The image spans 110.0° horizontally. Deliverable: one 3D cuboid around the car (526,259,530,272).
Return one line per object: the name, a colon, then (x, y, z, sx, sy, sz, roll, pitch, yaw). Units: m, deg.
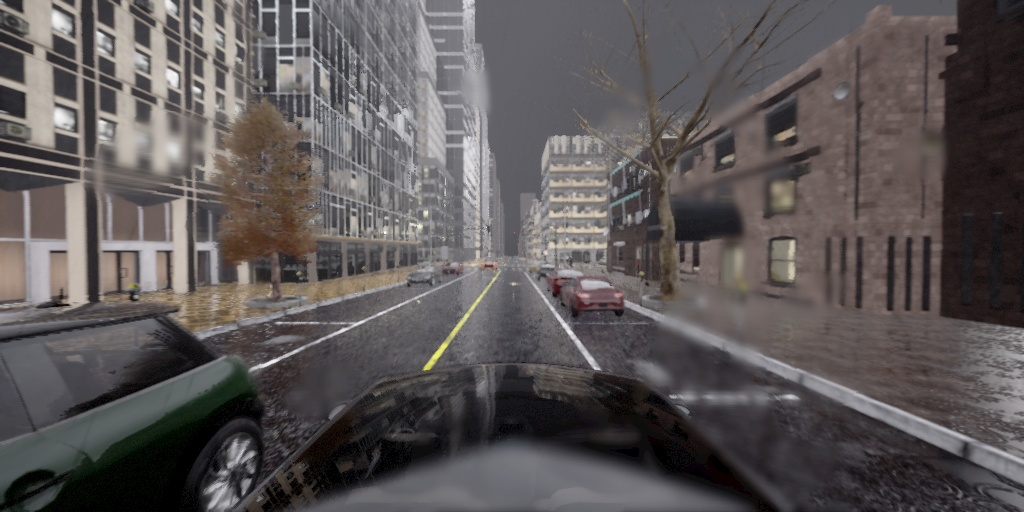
car: (2.836, 1.197, 41.159, 1.751, 1.417, 4.829, 0, 0, 0)

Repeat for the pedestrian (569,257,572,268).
pedestrian: (8.156, 0.993, 49.910, 0.375, 1.860, 0.375, -1, 1, 0)

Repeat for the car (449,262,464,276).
car: (-5.806, 1.227, 35.406, 1.888, 1.381, 4.507, 0, 0, 0)

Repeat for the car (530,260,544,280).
car: (2.831, 1.244, 29.701, 2.007, 1.370, 4.403, 0, 0, 0)

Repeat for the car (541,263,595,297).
car: (2.765, 1.261, 18.412, 1.888, 1.381, 4.507, 0, 0, 0)

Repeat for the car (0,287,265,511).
car: (-3.100, 1.103, 1.049, 2.097, 1.767, 4.553, 0, 0, 0)

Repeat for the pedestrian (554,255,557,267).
pedestrian: (6.156, 0.806, 50.508, 0.375, 1.860, 0.375, -1, 1, 0)

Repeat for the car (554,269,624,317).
car: (2.729, 1.310, 12.768, 1.802, 1.307, 4.207, 0, 0, 0)

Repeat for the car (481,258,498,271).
car: (-2.980, 1.011, 48.124, 2.097, 1.767, 4.553, 0, 0, 0)

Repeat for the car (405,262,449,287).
car: (-5.785, 1.255, 24.117, 2.007, 1.370, 4.403, 0, 0, 0)

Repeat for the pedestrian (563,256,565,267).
pedestrian: (7.156, 0.965, 49.310, 0.375, 1.860, 0.375, -1, 1, 0)
